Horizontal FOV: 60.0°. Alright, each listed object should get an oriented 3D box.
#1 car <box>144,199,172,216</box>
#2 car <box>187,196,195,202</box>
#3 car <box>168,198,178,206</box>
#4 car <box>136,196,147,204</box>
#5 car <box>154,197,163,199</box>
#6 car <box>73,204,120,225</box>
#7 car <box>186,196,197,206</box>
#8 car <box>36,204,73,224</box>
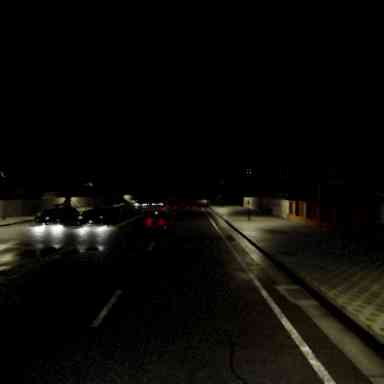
[{"bbox_3d":[-3.276,1.633,32.659,1.895,1.301,4.718,0,0,0],"label":"car"},{"bbox_3d":[-0.319,1.627,80.385,1.812,1.442,4.674,0,0,0],"label":"car"},{"bbox_3d":[-3.375,1.669,57.390,1.895,1.301,4.718,0,0,0],"label":"car"},{"bbox_3d":[-10.014,1.590,66.157,1.837,1.490,4.892,0,0,0],"label":"car"},{"bbox_3d":[-6.762,1.681,66.137,1.895,1.301,4.718,0,0,0],"label":"car"},{"bbox_3d":[-6.692,1.581,24.581,2.033,1.411,5.357,0,0,0],"label":"car"},{"bbox_3d":[-0.125,1.549,56.957,2.128,1.511,4.902,0,0,0],"label":"car"},{"bbox_3d":[-9.939,1.608,24.859,1.994,1.385,4.181,0,0,0],"label":"car"}]
